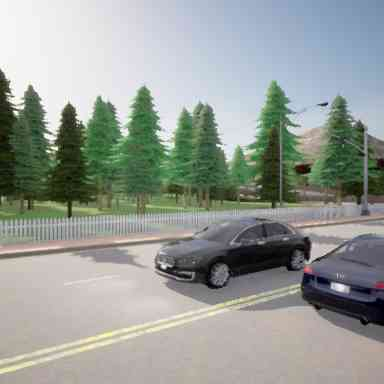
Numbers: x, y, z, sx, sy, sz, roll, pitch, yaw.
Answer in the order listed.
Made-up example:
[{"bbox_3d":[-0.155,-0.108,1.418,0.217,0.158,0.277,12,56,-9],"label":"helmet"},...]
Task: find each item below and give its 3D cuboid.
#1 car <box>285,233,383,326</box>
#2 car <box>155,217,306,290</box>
[{"bbox_3d":[4.102,1.563,6.697,4.181,1.385,1.994,0,0,-35],"label":"car"},{"bbox_3d":[1.311,1.504,9.230,4.892,1.490,1.837,0,0,-36],"label":"car"}]
